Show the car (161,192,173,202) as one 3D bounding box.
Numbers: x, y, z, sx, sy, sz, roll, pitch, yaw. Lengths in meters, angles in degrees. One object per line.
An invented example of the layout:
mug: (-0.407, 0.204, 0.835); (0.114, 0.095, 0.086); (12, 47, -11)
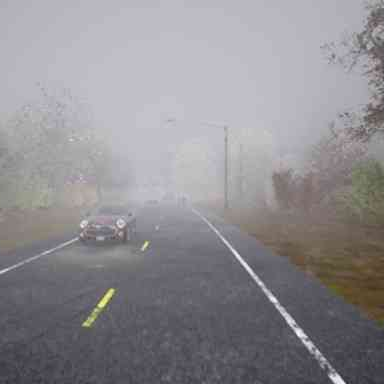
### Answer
car: (-5.438, 1.085, 74.968); (2.150, 2.045, 5.566); (0, 0, -8)

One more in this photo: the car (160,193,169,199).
car: (-7.391, 1.108, 87.899); (1.882, 1.535, 5.008); (0, 0, -10)

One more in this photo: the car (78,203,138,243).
car: (-3.905, 1.352, 16.158); (2.097, 1.767, 4.553); (0, 0, -2)

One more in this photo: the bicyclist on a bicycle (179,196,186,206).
bicyclist on a bicycle: (-1.099, 1.404, 45.807); (0.582, 1.620, 1.656); (0, 0, -5)

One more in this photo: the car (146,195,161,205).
car: (-6.809, 1.401, 57.558); (1.882, 1.535, 5.008); (0, 0, -6)

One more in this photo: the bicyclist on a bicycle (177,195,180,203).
bicyclist on a bicycle: (-2.087, 1.360, 55.791); (0.866, 1.612, 1.509); (0, 0, -6)
